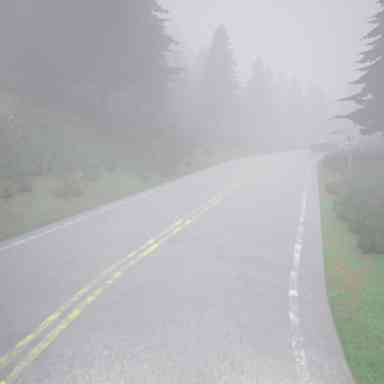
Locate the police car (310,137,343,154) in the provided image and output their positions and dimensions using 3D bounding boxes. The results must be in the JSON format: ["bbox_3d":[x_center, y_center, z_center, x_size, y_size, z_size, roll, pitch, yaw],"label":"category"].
[{"bbox_3d":[14.443,-5.092,36.148,1.930,1.638,5.238,4,12,38],"label":"police car"}]

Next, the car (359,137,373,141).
[{"bbox_3d":[20.951,-6.428,42.706,4.674,1.442,1.812,-11,11,-38],"label":"car"}]

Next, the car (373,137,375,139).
[{"bbox_3d":[25.522,-7.393,45.881,4.553,1.767,2.097,-9,9,-31],"label":"car"}]
